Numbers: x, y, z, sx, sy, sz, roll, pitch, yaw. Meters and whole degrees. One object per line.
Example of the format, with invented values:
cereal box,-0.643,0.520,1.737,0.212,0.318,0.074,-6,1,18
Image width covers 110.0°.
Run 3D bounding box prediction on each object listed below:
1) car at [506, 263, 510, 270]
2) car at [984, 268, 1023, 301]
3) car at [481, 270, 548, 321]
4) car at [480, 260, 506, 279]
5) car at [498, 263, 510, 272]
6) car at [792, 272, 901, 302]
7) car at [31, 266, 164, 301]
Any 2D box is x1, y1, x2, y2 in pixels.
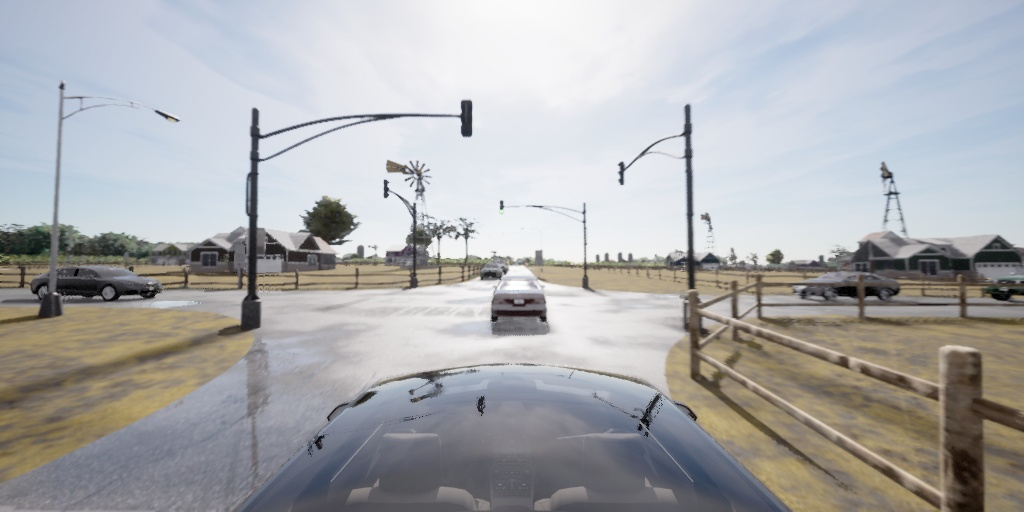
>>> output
car,-1.798,1.525,49.356,2.150,2.045,5.566,0,-1,1
car,28.934,1.455,19.032,5.566,2.045,2.150,1,-2,1
car,0.247,1.398,12.936,2.033,1.411,5.357,0,-1,1
car,-2.071,1.496,37.146,2.097,1.767,4.553,0,-1,2
car,-1.431,2.014,63.964,1.837,1.490,4.892,0,-1,1
car,17.831,1.609,19.286,4.902,1.511,2.128,1,-2,0
car,-18.841,1.228,16.408,4.892,1.490,1.837,0,-2,1
